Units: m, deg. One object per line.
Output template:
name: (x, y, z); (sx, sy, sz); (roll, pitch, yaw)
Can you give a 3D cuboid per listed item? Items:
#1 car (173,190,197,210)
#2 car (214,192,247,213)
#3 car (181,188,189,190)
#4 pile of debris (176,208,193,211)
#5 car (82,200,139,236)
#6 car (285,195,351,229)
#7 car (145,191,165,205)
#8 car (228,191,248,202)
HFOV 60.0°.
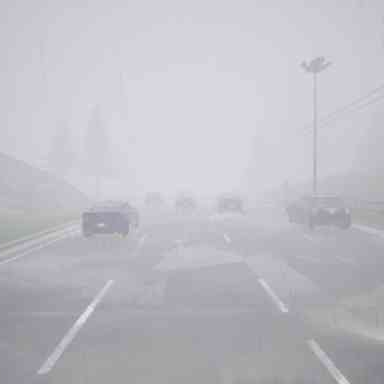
car: (-0.619, 0.841, 31.401); (1.812, 1.442, 4.674); (0, 1, -1)
car: (2.973, 0.868, 27.905); (1.882, 1.535, 5.008); (0, 1, -1)
car: (-1.127, 0.219, 52.257); (2.097, 1.767, 4.553); (0, 1, -1)
pile of debris: (-0.653, 1.545, 28.986); (1.500, 0.140, 1.860); (0, 1, -1)
car: (-3.733, 1.131, 15.940); (1.882, 1.535, 5.008); (0, 1, -1)
car: (6.711, 0.950, 18.214); (2.097, 1.767, 4.553); (0, 1, -1)
car: (-4.286, 0.674, 38.300); (1.837, 1.490, 4.892); (0, 1, -1)
car: (6.064, 0.627, 44.621); (1.895, 1.301, 4.718); (0, 1, -1)
